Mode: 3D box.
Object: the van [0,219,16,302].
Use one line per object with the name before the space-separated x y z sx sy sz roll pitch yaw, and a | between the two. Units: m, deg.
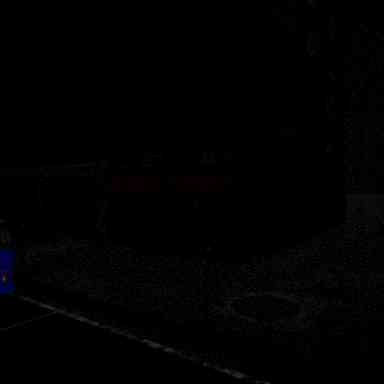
van | -5.310 1.340 6.876 3.998 1.788 1.690 0 0 36
